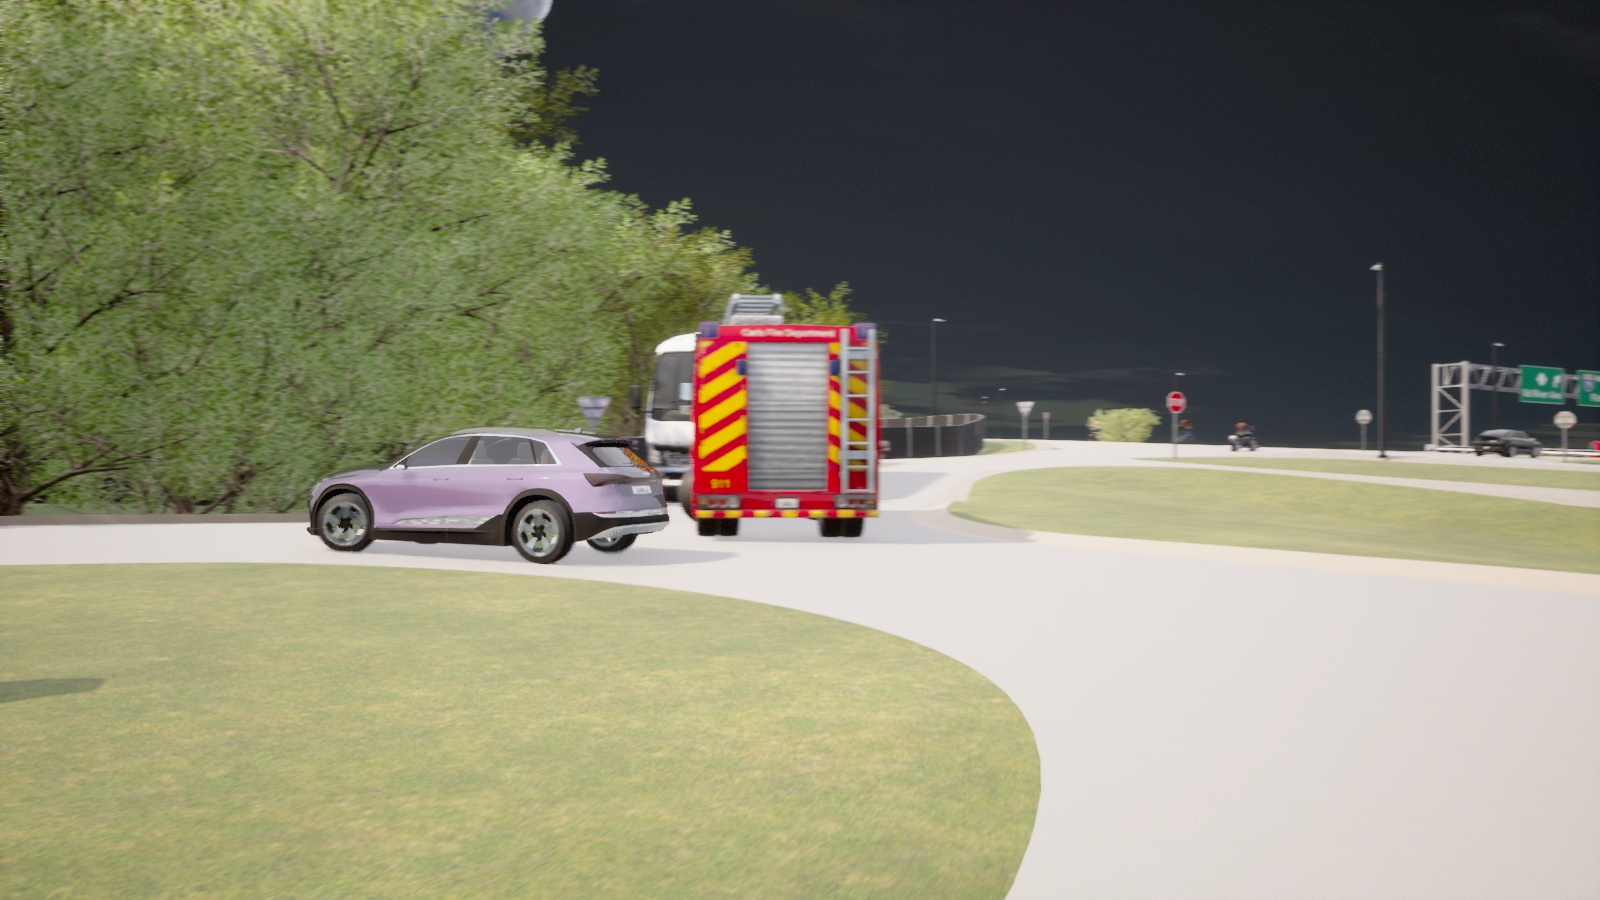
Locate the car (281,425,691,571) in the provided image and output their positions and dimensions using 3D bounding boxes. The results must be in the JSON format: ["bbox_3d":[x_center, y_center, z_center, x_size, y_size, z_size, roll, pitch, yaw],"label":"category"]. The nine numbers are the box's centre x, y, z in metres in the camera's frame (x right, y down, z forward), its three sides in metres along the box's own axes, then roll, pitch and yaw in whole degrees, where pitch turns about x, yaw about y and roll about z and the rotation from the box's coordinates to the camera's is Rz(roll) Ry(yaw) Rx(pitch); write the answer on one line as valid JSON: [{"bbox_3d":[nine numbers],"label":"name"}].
[{"bbox_3d":[-4.060,0.538,16.283,4.856,1.649,2.033,1,0,21],"label":"car"}]

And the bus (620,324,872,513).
[{"bbox_3d":[-0.981,-0.999,33.655,3.944,4.253,10.273,0,3,14],"label":"bus"}]

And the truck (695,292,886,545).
[{"bbox_3d":[-0.492,-0.469,23.321,2.891,3.827,8.468,0,0,-5],"label":"truck"}]

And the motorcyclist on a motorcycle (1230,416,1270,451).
[{"bbox_3d":[21.591,-0.795,60.200,2.350,1.649,0.766,-1,1,-41],"label":"motorcyclist on a motorcycle"}]

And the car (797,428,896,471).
[{"bbox_3d":[1.673,-0.055,43.166,1.895,1.301,4.718,0,2,22],"label":"car"}]

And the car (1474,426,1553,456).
[{"bbox_3d":[38.588,-0.492,67.894,4.892,1.490,1.837,1,2,-37],"label":"car"}]
